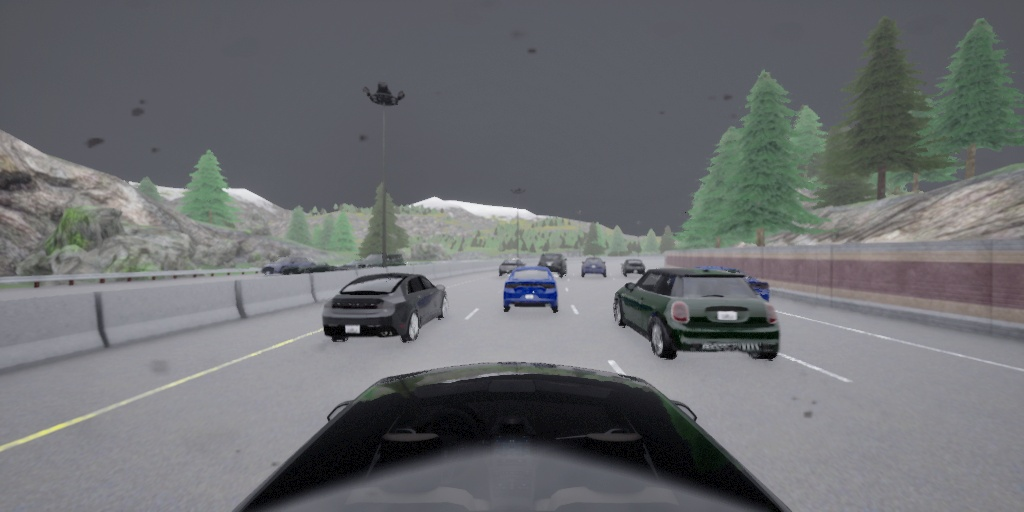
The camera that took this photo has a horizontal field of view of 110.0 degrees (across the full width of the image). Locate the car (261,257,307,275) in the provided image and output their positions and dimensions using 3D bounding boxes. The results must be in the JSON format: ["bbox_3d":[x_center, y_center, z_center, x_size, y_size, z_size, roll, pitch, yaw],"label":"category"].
[{"bbox_3d":[-21.118,0.878,33.865,2.097,1.767,4.553,0,0,12],"label":"car"}]

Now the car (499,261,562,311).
[{"bbox_3d":[0.795,1.150,14.034,1.882,1.535,5.008,0,0,5],"label":"car"}]

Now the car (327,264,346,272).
[{"bbox_3d":[-14.153,1.083,33.297,2.033,1.411,5.357,0,0,12],"label":"car"}]

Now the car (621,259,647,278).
[{"bbox_3d":[11.116,1.065,32.911,1.837,1.490,4.892,0,0,14],"label":"car"}]

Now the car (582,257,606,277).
[{"bbox_3d":[7.464,0.911,32.650,2.097,1.767,4.553,0,0,13],"label":"car"}]

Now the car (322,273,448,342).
[{"bbox_3d":[-3.057,1.202,9.603,1.837,1.490,4.892,0,0,3],"label":"car"}]

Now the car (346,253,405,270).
[{"bbox_3d":[-11.145,0.782,30.423,2.150,2.045,5.566,0,0,11],"label":"car"}]

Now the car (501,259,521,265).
[{"bbox_3d":[0.150,1.047,32.156,2.128,1.511,4.902,0,0,12],"label":"car"}]

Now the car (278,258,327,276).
[{"bbox_3d":[-17.954,1.142,32.067,1.895,1.301,4.718,0,0,11],"label":"car"}]

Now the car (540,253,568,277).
[{"bbox_3d":[3.684,0.781,32.040,2.150,2.045,5.566,0,0,13],"label":"car"}]

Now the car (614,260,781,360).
[{"bbox_3d":[3.893,1.062,8.444,2.097,1.767,4.553,0,0,3],"label":"car"}]
